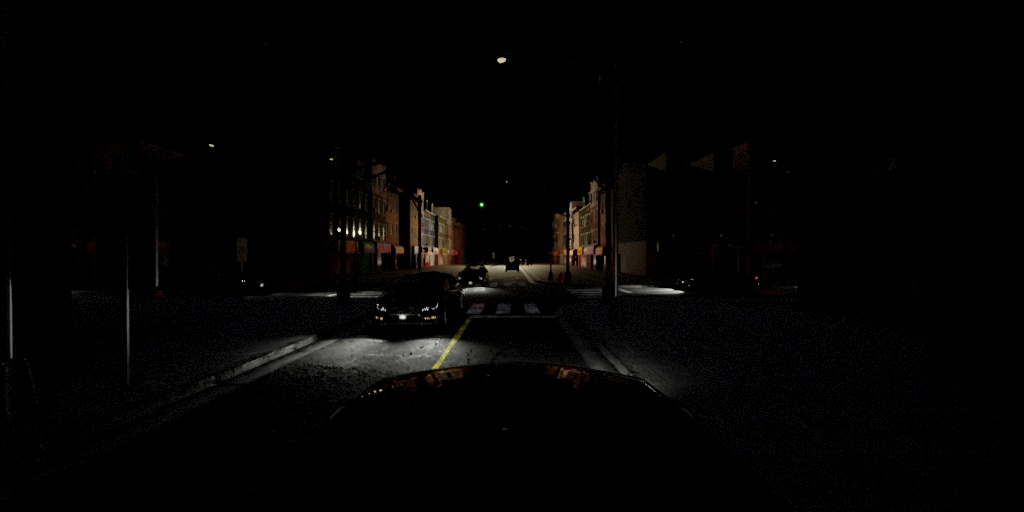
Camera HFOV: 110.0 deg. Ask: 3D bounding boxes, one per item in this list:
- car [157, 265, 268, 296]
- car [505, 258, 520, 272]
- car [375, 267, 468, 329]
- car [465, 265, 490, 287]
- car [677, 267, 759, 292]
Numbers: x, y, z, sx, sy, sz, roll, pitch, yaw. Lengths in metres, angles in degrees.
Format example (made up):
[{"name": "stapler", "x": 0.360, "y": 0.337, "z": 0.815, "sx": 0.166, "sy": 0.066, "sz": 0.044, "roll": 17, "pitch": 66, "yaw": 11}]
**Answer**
[{"name": "car", "x": -15.088, "y": 1.206, "z": 18.108, "sx": 4.902, "sy": 1.511, "sz": 2.128, "roll": 0, "pitch": 0, "yaw": 0}, {"name": "car", "x": 0.042, "y": 1.325, "z": 45.895, "sx": 1.948, "sy": 1.339, "sz": 4.313, "roll": 0, "pitch": 0, "yaw": 0}, {"name": "car", "x": -2.716, "y": 1.269, "z": 11.370, "sx": 1.837, "sy": 1.490, "sz": 4.892, "roll": 0, "pitch": 0, "yaw": 0}, {"name": "car", "x": -2.565, "y": 1.300, "z": 24.973, "sx": 2.033, "sy": 1.411, "sz": 5.357, "roll": 0, "pitch": 0, "yaw": 0}, {"name": "car", "x": 12.031, "y": 1.354, "z": 21.070, "sx": 4.181, "sy": 1.385, "sz": 1.994, "roll": 0, "pitch": 0, "yaw": 0}]
